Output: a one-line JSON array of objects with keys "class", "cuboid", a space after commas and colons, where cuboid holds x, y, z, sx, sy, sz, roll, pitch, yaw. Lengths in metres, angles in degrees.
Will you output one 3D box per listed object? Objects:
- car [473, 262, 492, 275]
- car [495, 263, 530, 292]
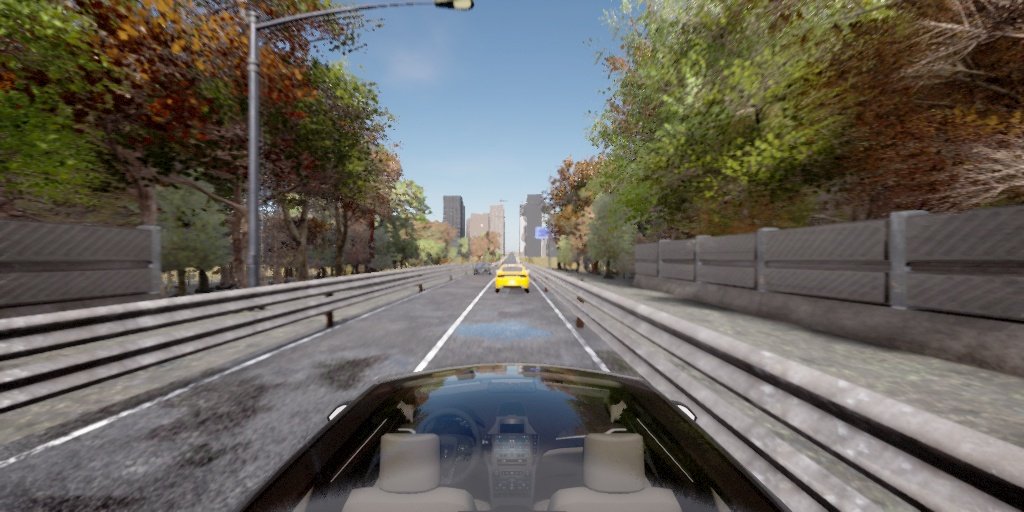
[{"class": "car", "cuboid": [-3.313, 1.426, 40.975, 1.837, 1.490, 4.892, 0, -1, 0]}, {"class": "car", "cuboid": [0.025, 1.235, 21.414, 1.882, 1.535, 5.008, 0, 0, 0]}]
